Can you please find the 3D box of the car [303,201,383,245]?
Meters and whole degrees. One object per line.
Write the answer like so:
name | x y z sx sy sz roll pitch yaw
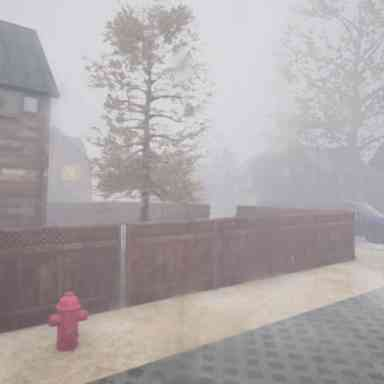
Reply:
car | 8.269 1.489 17.350 2.150 2.045 5.566 2 -2 -35

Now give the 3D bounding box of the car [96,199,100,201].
car | -12.688 1.861 47.682 2.097 1.767 4.553 2 -2 -35
